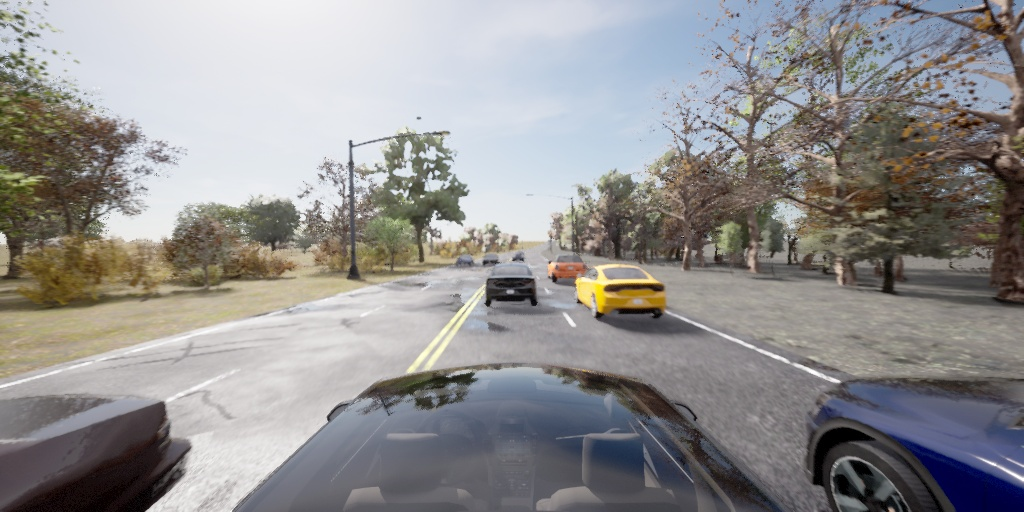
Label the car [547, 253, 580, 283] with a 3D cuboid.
[{"bbox_3d":[3.386,0.664,22.690,2.097,1.767,4.553,-1,1,1],"label":"car"}]

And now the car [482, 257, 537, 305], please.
[{"bbox_3d":[-0.015,1.018,14.736,1.882,1.535,5.008,-1,1,1],"label":"car"}]

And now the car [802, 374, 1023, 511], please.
[{"bbox_3d":[3.231,1.158,0.790,2.033,1.649,4.856,-1,1,0],"label":"car"}]

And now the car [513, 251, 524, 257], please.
[{"bbox_3d":[1.032,0.250,56.617,1.895,1.301,4.718,-1,1,2],"label":"car"}]

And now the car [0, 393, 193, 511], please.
[{"bbox_3d":[-3.363,1.408,0.299,2.033,1.411,5.357,-1,1,0],"label":"car"}]

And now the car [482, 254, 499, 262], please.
[{"bbox_3d":[-2.647,0.441,45.644,1.882,1.535,5.008,-1,1,2],"label":"car"}]

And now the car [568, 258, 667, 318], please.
[{"bbox_3d":[3.278,1.003,11.757,1.882,1.535,5.008,-1,1,0],"label":"car"}]

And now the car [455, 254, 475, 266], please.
[{"bbox_3d":[-5.902,0.524,45.512,1.812,1.442,4.674,-1,1,2],"label":"car"}]
